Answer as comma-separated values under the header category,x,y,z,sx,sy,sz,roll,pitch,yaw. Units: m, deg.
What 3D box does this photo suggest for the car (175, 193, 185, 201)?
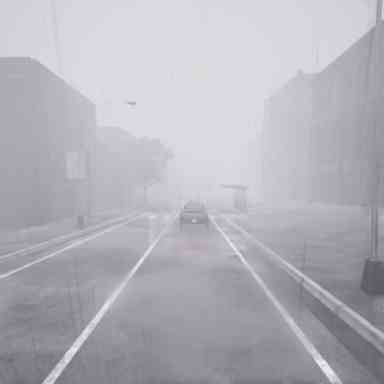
category,x,y,z,sx,sy,sz,roll,pitch,yaw
car,-2.773,1.044,76.193,2.097,1.767,4.553,0,1,1

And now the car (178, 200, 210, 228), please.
category,x,y,z,sx,sy,sz,roll,pitch,yaw
car,0.138,1.511,22.147,2.128,1.511,4.902,0,0,0

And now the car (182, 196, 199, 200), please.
category,x,y,z,sx,sy,sz,roll,pitch,yaw
car,0.168,1.551,42.454,2.128,1.511,4.902,0,0,0

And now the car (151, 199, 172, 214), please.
category,x,y,z,sx,sy,sz,roll,pitch,yaw
car,-3.232,1.560,35.678,1.837,1.490,4.892,0,0,1
